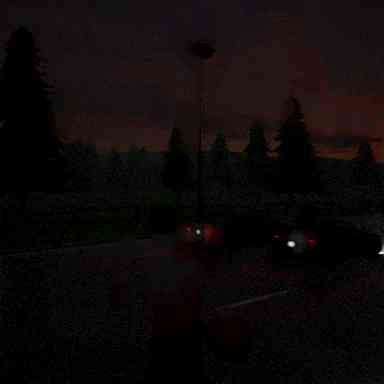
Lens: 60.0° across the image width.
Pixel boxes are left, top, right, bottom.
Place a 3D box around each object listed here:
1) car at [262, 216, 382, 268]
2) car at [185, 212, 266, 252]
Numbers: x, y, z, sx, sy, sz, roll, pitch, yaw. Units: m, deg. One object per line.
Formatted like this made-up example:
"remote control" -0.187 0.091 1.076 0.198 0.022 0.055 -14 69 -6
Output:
"car" 4.702 1.580 11.439 4.181 1.385 1.994 0 0 -36
"car" 2.289 1.563 14.026 5.357 1.411 2.033 0 0 -35
